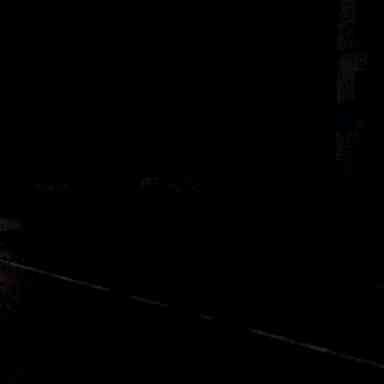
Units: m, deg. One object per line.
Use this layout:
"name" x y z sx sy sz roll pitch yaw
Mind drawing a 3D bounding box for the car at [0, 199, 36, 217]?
"car" -12.972 1.207 26.305 1.895 1.301 4.718 1 1 37
